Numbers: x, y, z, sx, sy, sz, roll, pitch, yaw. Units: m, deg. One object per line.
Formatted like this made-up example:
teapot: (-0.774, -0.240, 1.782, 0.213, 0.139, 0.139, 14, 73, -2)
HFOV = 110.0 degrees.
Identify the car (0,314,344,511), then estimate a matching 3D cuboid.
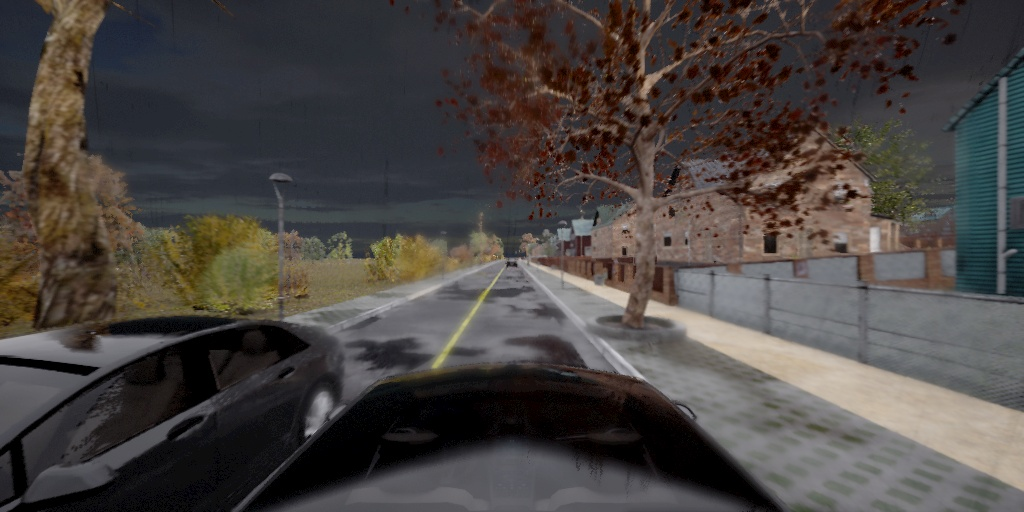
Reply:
car: (-2.836, 1.255, 2.222, 1.837, 1.490, 4.892, 0, 0, 0)

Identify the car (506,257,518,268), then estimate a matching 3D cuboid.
car: (-0.015, 1.237, 61.526, 1.882, 1.535, 5.008, 0, 0, 0)
